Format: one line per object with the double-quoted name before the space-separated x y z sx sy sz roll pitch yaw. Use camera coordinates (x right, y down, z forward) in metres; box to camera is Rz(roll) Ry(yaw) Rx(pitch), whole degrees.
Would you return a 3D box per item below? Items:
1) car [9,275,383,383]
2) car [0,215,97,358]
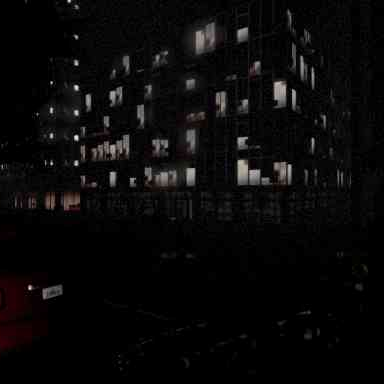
"car" 0.832 1.566 2.284 4.313 1.339 1.947 0 0 36
"car" -3.663 1.315 5.493 5.009 1.841 2.192 0 0 36
